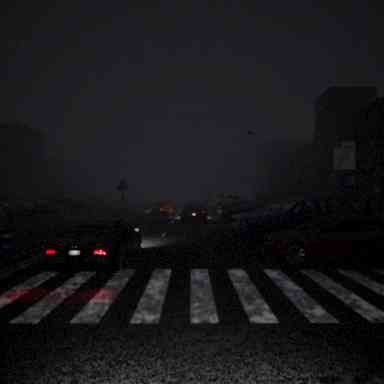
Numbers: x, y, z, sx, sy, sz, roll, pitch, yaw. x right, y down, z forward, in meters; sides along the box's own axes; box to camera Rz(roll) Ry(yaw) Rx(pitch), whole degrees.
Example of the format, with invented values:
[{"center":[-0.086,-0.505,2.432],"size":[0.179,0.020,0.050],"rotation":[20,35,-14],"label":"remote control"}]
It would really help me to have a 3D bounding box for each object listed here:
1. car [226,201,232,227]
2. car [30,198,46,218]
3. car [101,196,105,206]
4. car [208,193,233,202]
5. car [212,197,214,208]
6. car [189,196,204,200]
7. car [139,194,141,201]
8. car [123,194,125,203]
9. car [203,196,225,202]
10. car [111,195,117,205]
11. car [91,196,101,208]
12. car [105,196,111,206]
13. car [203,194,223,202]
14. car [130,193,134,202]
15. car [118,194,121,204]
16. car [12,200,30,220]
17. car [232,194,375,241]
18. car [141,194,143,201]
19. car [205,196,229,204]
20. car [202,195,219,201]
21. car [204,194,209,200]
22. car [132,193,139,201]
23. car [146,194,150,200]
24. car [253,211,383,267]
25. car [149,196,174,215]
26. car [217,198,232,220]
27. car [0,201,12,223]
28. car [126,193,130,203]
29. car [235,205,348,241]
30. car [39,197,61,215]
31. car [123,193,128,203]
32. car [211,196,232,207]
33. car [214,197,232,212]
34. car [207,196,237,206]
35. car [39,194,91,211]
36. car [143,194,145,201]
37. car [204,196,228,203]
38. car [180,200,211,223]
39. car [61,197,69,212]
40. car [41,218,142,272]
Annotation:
[{"center":[4.735,1.469,19.216],"size":[5.008,1.535,2.097],"rotation":[0,0,0],"label":"car"},{"center":[-15.511,1.523,28.524],"size":[4.674,1.452,2.002],"rotation":[0,0,0],"label":"car"},{"center":[-15.538,1.493,47.823],"size":[4.792,1.488,2.163],"rotation":[0,0,0],"label":"car"},{"center":[4.855,1.330,44.255],"size":[4.553,1.767,2.185],"rotation":[0,0,0],"label":"car"},{"center":[4.747,1.486,33.104],"size":[4.792,1.488,2.163],"rotation":[0,0,0],"label":"car"},{"center":[0.207,1.541,42.914],"size":[1.994,1.385,4.181],"rotation":[0,0,0],"label":"car"},{"center":[-15.470,1.599,80.913],"size":[4.792,1.488,2.163],"rotation":[0,0,0],"label":"car"},{"center":[-15.482,1.527,61.577],"size":[4.674,1.452,2.002],"rotation":[0,0,0],"label":"car"},{"center":[4.920,1.560,74.914],"size":[4.792,1.488,2.163],"rotation":[0,0,0],"label":"car"},{"center":[-15.317,1.466,53.342],"size":[5.366,1.575,1.946],"rotation":[0,0,0],"label":"car"},{"center":[-15.695,1.459,45.065],"size":[5.366,1.575,1.946],"rotation":[0,0,0],"label":"car"},{"center":[-15.693,1.462,50.579],"size":[5.366,1.575,1.946],"rotation":[0,0,0],"label":"car"},{"center":[4.933,1.417,77.686],"size":[4.553,1.767,2.185],"rotation":[0,0,0],"label":"car"},{"center":[-15.460,1.515,69.885],"size":[5.008,1.535,2.097],"rotation":[0,0,0],"label":"car"},{"center":[-15.461,1.509,58.855],"size":[4.792,1.488,2.163],"rotation":[0,0,0],"label":"car"},{"center":[-15.512,1.530,25.635],"size":[4.674,1.452,2.002],"rotation":[0,0,0],"label":"car"},{"center":[4.695,1.222,13.657],"size":[5.566,2.045,2.435],"rotation":[0,0,0],"label":"car"},{"center":[-15.466,1.459,83.672],"size":[4.553,1.767,2.185],"rotation":[0,0,0],"label":"car"},{"center":[4.944,1.528,66.578],"size":[4.792,1.488,2.163],"rotation":[0,0,0],"label":"car"},{"center":[5.017,1.660,91.584],"size":[4.674,1.452,2.002],"rotation":[0,0,0],"label":"car"},{"center":[4.864,1.466,52.681],"size":[4.892,1.521,2.231],"rotation":[0,0,0],"label":"car"},{"center":[-15.482,1.289,75.400],"size":[5.566,2.045,2.435],"rotation":[0,0,0],"label":"car"},{"center":[-15.231,1.638,91.940],"size":[5.366,1.575,1.946],"rotation":[0,0,0],"label":"car"},{"center":[4.691,1.504,10.877],"size":[4.792,1.488,2.163],"rotation":[0,0,0],"label":"car"},{"center":[-2.832,1.457,33.399],"size":[1.882,1.535,5.008],"rotation":[0,0,0],"label":"car"},{"center":[4.782,1.491,27.547],"size":[4.792,1.488,2.163],"rotation":[0,0,0],"label":"car"},{"center":[-15.484,1.371,23.007],"size":[4.553,1.767,2.185],"rotation":[0,0,0],"label":"car"},{"center":[-15.441,1.379,67.128],"size":[4.553,1.767,2.185],"rotation":[0,0,0],"label":"car"},{"center":[4.720,1.472,16.436],"size":[4.892,1.521,2.231],"rotation":[0,0,0],"label":"car"},{"center":[-15.508,1.477,31.281],"size":[5.008,1.535,2.097],"rotation":[0,0,0],"label":"car"},{"center":[-15.507,1.524,64.371],"size":[4.792,1.488,2.163],"rotation":[0,0,0],"label":"car"},{"center":[4.759,1.484,35.882],"size":[4.792,1.488,2.163],"rotation":[0,0,0],"label":"car"},{"center":[4.950,1.455,30.324],"size":[5.366,1.575,1.946],"rotation":[0,0,0],"label":"car"},{"center":[4.898,1.499,55.461],"size":[4.792,1.488,2.163],"rotation":[0,0,0],"label":"car"},{"center":[-15.483,1.213,39.552],"size":[5.566,2.045,2.435],"rotation":[0,0,0],"label":"car"},{"center":[-15.424,1.599,86.428],"size":[5.008,1.535,2.097],"rotation":[0,0,0],"label":"car"},{"center":[4.920,1.510,69.356],"size":[4.892,1.521,2.231],"rotation":[0,0,0],"label":"car"},{"center":[0.140,1.550,25.587],"size":[1.994,1.385,4.181],"rotation":[0,0,0],"label":"car"},{"center":[-15.515,1.511,34.038],"size":[4.674,1.452,2.002],"rotation":[0,0,0],"label":"car"},{"center":[-2.889,1.546,10.696],"size":[2.033,1.411,5.357],"rotation":[0,0,0],"label":"car"}]
